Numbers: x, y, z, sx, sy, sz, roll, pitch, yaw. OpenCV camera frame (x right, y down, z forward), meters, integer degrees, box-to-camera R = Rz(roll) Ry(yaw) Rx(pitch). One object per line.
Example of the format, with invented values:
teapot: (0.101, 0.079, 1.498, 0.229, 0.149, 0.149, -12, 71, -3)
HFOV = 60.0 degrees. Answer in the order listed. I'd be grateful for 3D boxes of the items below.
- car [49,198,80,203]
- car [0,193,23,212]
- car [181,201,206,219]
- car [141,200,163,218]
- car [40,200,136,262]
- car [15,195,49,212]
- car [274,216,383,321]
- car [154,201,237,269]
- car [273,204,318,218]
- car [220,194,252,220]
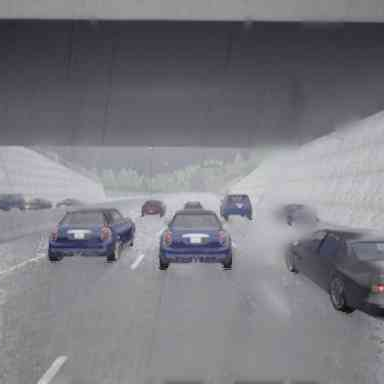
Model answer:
car: (-14.086, 1.440, 38.405, 2.128, 1.511, 4.902, 0, 0, 0)
car: (-21.087, 1.171, 37.817, 2.150, 2.045, 5.566, 0, 0, 0)
car: (0.108, 1.524, 29.328, 1.994, 1.385, 4.181, 0, 0, 0)
car: (-3.393, 1.437, 30.245, 1.882, 1.535, 5.008, 0, 0, 0)
car: (-3.396, 1.336, 12.152, 2.097, 1.767, 4.553, 0, 0, 0)
car: (-17.585, 1.441, 37.997, 2.128, 1.511, 4.902, 0, 0, 0)
car: (3.603, 1.537, 7.565, 2.033, 1.411, 5.357, 0, 0, 0)
car: (0.104, 1.336, 11.239, 2.097, 1.767, 4.553, 0, 0, 0)
car: (7.107, 1.516, 23.231, 2.033, 1.411, 5.357, 0, 0, 0)
car: (3.609, 1.184, 27.815, 2.150, 2.045, 5.566, 0, 0, 0)
